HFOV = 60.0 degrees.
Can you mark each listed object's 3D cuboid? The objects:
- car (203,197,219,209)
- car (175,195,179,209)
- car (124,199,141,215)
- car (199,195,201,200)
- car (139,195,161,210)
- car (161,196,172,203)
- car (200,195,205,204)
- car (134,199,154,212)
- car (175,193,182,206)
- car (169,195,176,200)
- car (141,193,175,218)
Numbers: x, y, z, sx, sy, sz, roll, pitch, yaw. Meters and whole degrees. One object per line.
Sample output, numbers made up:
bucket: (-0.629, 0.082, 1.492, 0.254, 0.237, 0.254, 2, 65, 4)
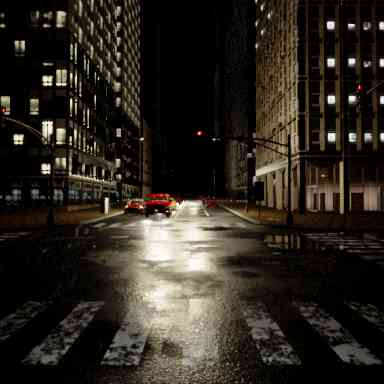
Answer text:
car: (2.771, 1.599, 45.015, 1.802, 1.307, 4.206, 1, 0, 0)
car: (-3.035, 1.494, 41.571, 1.882, 1.535, 5.008, 0, 0, 0)
car: (-5.623, 1.453, 33.815, 1.967, 1.590, 4.097, 1, 0, 0)
car: (2.797, 1.590, 61.748, 1.947, 1.339, 4.313, 1, 0, 0)
car: (-5.604, 1.332, 44.966, 2.192, 1.841, 5.009, 1, 0, 0)
car: (-5.566, 1.573, 72.841, 1.887, 1.381, 4.507, 1, 0, 0)
car: (2.790, 1.547, 56.341, 1.752, 1.417, 4.829, 1, 0, 0)
car: (-5.617, 1.597, 39.391, 1.802, 1.307, 4.206, 1, 0, 0)
car: (-2.977, 1.246, 57.555, 2.150, 2.045, 5.566, 0, 0, 1)
car: (-5.533, 1.605, 95.142, 1.947, 1.339, 4.313, 1, 0, 0)
car: (-3.047, 1.233, 31.144, 2.150, 2.045, 5.566, 0, 0, 0)
